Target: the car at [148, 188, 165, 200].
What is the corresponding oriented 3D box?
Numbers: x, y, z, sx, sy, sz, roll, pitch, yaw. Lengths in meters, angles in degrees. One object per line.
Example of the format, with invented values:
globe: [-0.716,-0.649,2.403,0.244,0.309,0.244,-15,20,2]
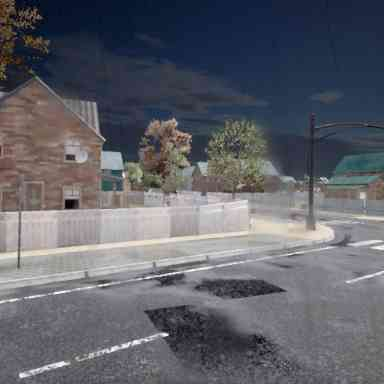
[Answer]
car: [-6.665,0.336,61.598,2.150,2.045,5.566,1,0,-21]
